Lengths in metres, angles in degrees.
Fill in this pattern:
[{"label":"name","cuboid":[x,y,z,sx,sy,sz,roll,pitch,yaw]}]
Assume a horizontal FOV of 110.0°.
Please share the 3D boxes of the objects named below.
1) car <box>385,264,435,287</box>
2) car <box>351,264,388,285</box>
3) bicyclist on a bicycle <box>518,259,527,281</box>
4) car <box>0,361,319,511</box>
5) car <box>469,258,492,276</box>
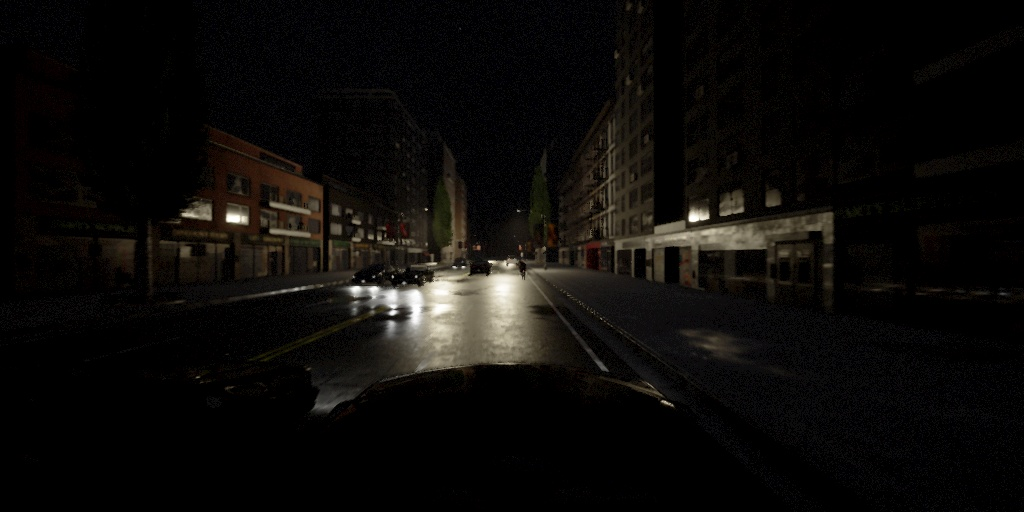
[{"label":"car","cuboid":[-6.602,1.340,24.164,1.895,1.301,4.718,0,0,0]},{"label":"car","cuboid":[-9.851,1.285,26.404,2.033,1.411,5.357,0,0,0]},{"label":"bicyclist on a bicycle","cuboid":[0.890,1.190,27.718,0.582,1.620,1.656,0,0,0]},{"label":"car","cuboid":[-3.149,1.298,1.656,2.033,1.411,5.357,0,0,0]},{"label":"car","cuboid":[-3.157,1.208,36.705,1.882,1.535,5.008,0,0,0]}]
